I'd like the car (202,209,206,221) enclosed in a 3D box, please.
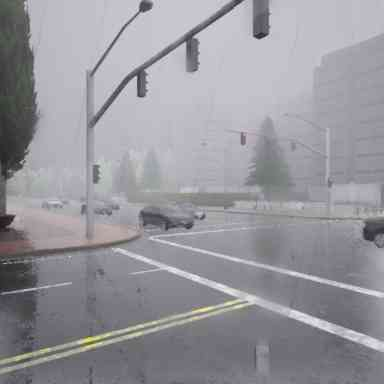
[{"bbox_3d":[-0.922,1.491,26.004,2.128,1.511,4.902,0,0,-37],"label":"car"}]

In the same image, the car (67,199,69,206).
[{"bbox_3d":[-22.031,1.349,55.506,2.097,1.767,4.553,0,0,-36],"label":"car"}]

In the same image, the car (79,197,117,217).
[{"bbox_3d":[-9.084,1.525,31.311,1.812,1.442,4.674,0,0,-36],"label":"car"}]

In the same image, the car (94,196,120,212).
[{"bbox_3d":[-9.962,1.506,38.539,1.837,1.490,4.892,0,0,-36],"label":"car"}]

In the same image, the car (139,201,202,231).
[{"bbox_3d":[-1.712,1.505,20.799,1.837,1.490,4.892,0,0,-34],"label":"car"}]

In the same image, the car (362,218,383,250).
[{"bbox_3d":[9.032,1.477,12.328,1.882,1.535,5.008,0,0,-36],"label":"car"}]

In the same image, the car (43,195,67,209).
[{"bbox_3d":[-18.841,1.525,44.922,1.812,1.442,4.674,0,0,-35],"label":"car"}]

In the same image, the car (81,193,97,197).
[{"bbox_3d":[-20.389,1.221,65.395,2.150,2.045,5.566,0,0,-36],"label":"car"}]
